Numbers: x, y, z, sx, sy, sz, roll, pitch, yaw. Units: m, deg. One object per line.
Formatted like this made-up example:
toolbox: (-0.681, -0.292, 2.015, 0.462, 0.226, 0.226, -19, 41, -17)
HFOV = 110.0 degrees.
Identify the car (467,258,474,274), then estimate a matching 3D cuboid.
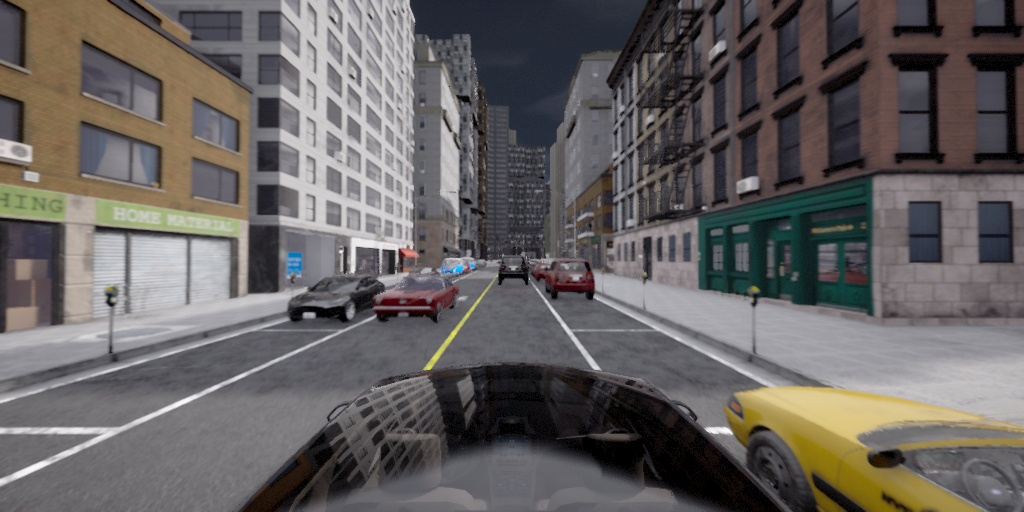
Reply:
car: (-5.760, 1.199, 40.414, 1.967, 1.591, 4.097, 0, 0, 0)

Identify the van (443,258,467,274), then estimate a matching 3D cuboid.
van: (-5.760, 1.100, 34.804, 1.690, 1.789, 3.998, 0, 0, 0)

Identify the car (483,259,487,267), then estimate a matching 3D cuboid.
car: (-5.759, 1.304, 62.851, 2.007, 1.370, 4.403, 0, 0, 0)

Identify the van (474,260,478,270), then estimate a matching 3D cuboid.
van: (-5.759, 1.099, 46.022, 1.690, 1.789, 3.998, 0, 0, 0)

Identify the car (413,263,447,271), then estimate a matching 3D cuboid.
car: (-5.761, 1.339, 23.584, 1.802, 1.307, 4.207, 0, 0, 0)

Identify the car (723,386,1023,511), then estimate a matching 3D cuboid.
car: (2.764, 1.276, 1.316, 1.751, 1.417, 4.829, 0, 0, 0)

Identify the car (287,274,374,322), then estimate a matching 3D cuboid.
car: (-5.761, 1.319, 12.366, 1.948, 1.339, 4.313, 0, 0, 0)

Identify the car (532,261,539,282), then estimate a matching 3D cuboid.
car: (2.765, 1.305, 29.193, 1.888, 1.381, 4.507, 0, 0, 0)

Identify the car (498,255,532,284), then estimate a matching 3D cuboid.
car: (0.097, 0.980, 26.935, 2.150, 2.045, 5.566, 0, 0, 0)

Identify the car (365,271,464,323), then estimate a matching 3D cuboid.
car: (-3.051, 1.355, 12.305, 1.895, 1.301, 4.718, 0, 0, 1)

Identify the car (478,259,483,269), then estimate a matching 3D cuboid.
car: (-5.759, 1.308, 51.632, 2.007, 1.370, 4.403, 0, 0, 0)

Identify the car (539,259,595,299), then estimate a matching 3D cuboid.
car: (2.765, 1.072, 17.974, 2.192, 1.841, 5.009, 0, 0, 0)
